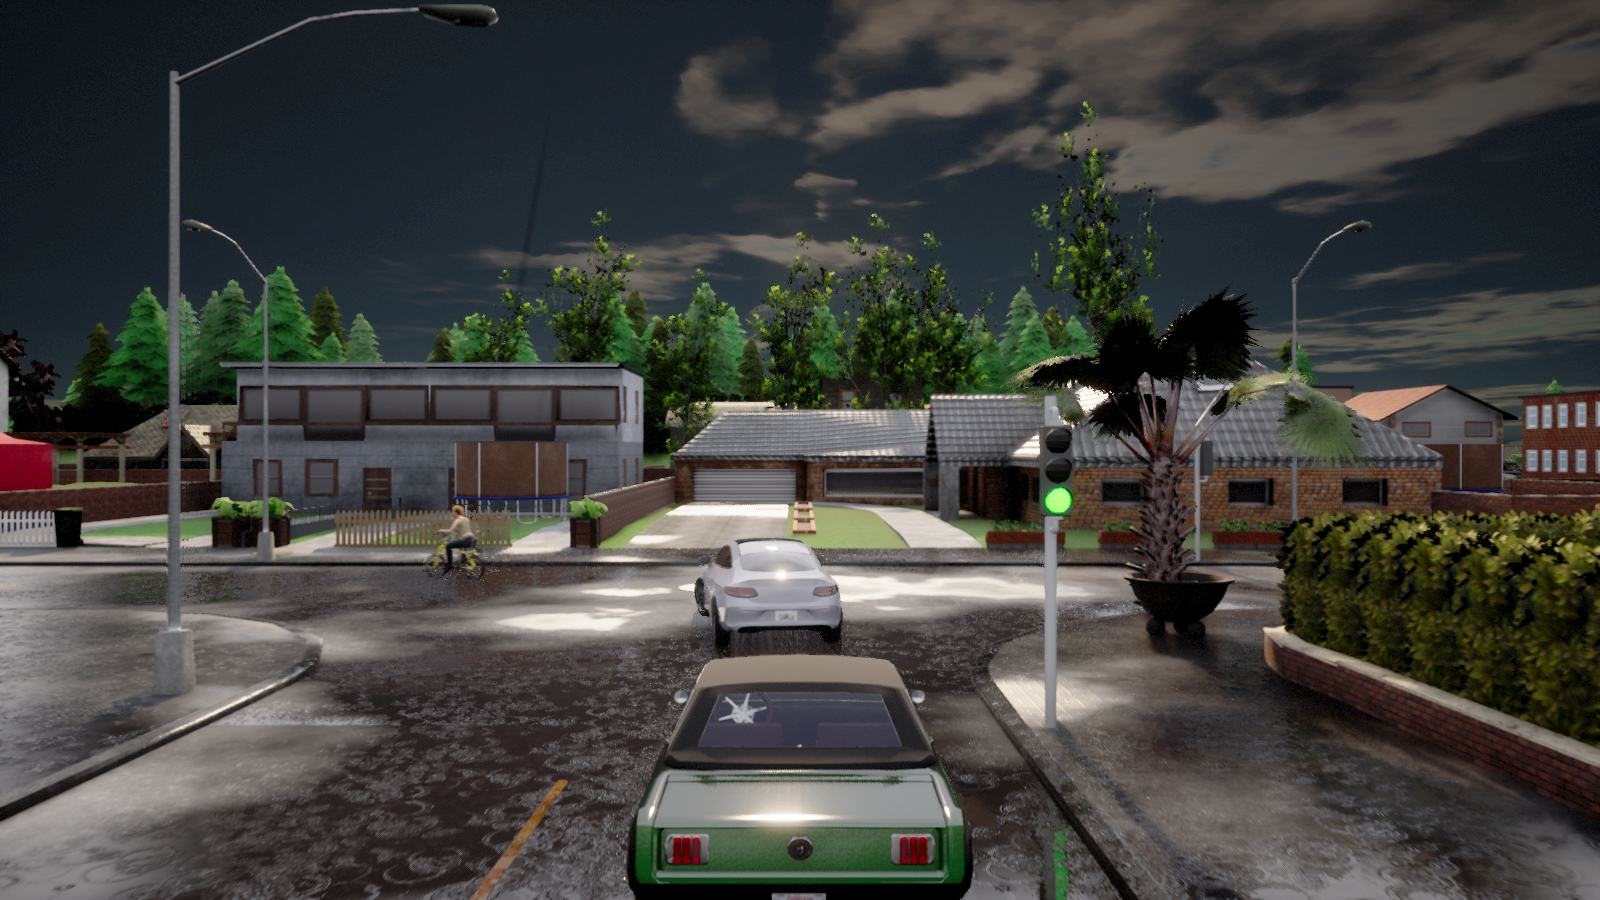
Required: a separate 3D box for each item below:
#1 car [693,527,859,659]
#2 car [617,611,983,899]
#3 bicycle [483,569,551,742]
[{"bbox_3d":[-0.530,2.081,17.752,2.002,1.442,4.674,0,0,-9],"label":"car"},{"bbox_3d":[-0.003,2.155,8.282,1.895,1.301,4.718,0,0,0],"label":"car"},{"bbox_3d":[-2.907,2.059,11.847,0.329,1.471,1.835,0,0,-3],"label":"bicycle"}]
